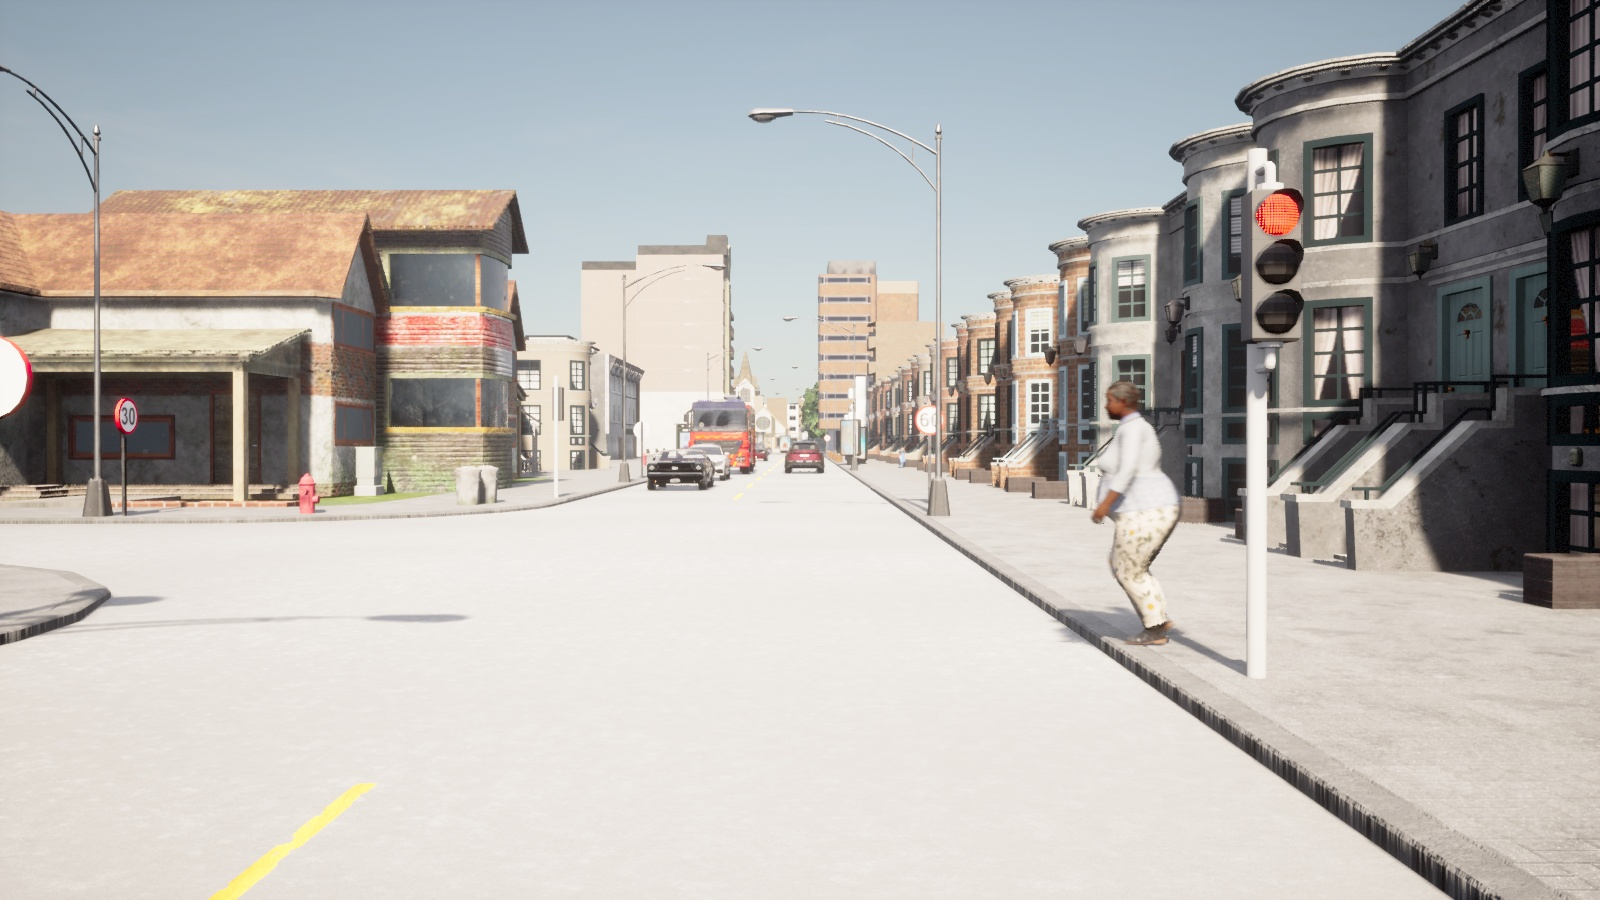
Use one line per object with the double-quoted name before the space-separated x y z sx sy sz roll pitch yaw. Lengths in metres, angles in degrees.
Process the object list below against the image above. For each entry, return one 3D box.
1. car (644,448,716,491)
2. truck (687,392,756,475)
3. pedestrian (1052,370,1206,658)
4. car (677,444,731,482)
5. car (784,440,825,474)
"car" -3.852 0.612 41.032 1.895 1.301 4.718 0 0 0
"truck" -3.776 -0.773 62.368 2.891 3.827 8.468 0 0 0
"pedestrian" 2.279 0.408 8.651 0.900 1.855 0.874 0 0 23
"car" -3.820 0.482 50.824 1.812 1.442 4.674 0 0 0
"car" 0.227 0.319 63.382 2.033 1.649 4.856 0 0 0
